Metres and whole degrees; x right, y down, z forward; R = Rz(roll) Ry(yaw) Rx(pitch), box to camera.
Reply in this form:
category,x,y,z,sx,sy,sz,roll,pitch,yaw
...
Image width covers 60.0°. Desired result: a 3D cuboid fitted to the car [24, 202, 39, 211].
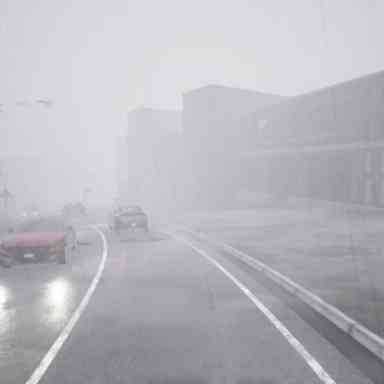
category,x,y,z,sx,sy,sz,roll,pitch,yaw
car,-24.677,2.326,51.082,1.812,1.442,4.674,-2,0,-21

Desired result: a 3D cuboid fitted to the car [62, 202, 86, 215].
category,x,y,z,sx,sy,sz,roll,pitch,yaw
car,-13.655,1.886,38.209,2.128,1.511,4.902,-3,1,-32

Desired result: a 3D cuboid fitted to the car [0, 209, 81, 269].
category,x,y,z,sx,sy,sz,roll,pitch,yaw
car,-5.323,1.602,12.033,1.882,1.535,5.008,-1,0,-14

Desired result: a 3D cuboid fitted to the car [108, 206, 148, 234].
category,x,y,z,sx,sy,sz,roll,pitch,yaw
car,-3.973,1.584,20.263,2.128,1.511,4.902,-2,0,-20
